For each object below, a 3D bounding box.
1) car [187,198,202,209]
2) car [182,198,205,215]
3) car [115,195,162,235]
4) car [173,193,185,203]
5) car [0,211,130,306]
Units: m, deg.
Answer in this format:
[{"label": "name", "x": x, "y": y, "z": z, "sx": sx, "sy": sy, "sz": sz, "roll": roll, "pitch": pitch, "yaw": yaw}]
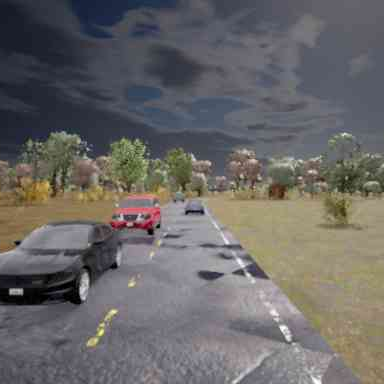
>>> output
[{"label": "car", "x": 0.337, "y": 1.591, "z": 46.752, "sx": 1.895, "sy": 1.301, "sz": 4.718, "roll": 0, "pitch": 0, "yaw": 0}, {"label": "car", "x": 0.276, "y": 1.561, "z": 34.347, "sx": 1.994, "sy": 1.385, "sz": 4.181, "roll": 0, "pitch": 0, "yaw": 0}, {"label": "car", "x": -2.995, "y": 1.213, "z": 18.981, "sx": 2.150, "sy": 2.045, "sz": 5.566, "roll": 0, "pitch": 0, "yaw": 1}, {"label": "car", "x": -2.629, "y": 1.201, "z": 67.388, "sx": 2.150, "sy": 2.045, "sz": 5.566, "roll": 0, "pitch": 0, "yaw": 1}, {"label": "car", "x": -3.064, "y": 1.471, "z": 8.310, "sx": 1.882, "sy": 1.535, "sz": 5.008, "roll": 0, "pitch": 0, "yaw": 0}]
